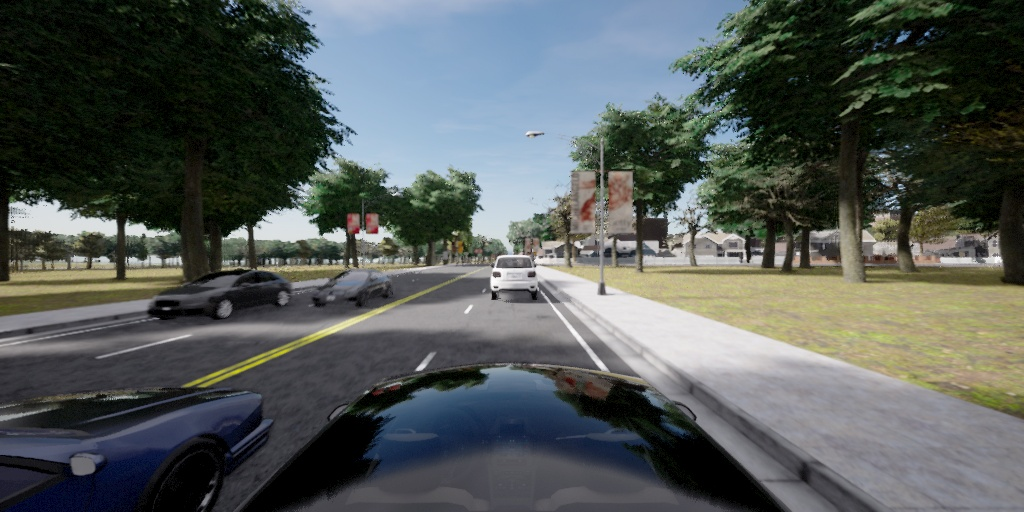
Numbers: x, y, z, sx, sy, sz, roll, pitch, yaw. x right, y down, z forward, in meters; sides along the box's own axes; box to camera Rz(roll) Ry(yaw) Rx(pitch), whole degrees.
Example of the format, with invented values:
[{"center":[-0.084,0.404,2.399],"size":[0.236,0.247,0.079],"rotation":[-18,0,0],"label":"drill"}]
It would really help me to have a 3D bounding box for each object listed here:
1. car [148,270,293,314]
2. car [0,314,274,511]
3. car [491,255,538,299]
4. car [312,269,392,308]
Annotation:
[{"center":[-9.837,1.257,12.638],"size":[1.837,1.490,4.892],"rotation":[0,0,0],"label":"car"},{"center":[-3.150,1.298,0.851],"size":[2.033,1.411,5.357],"rotation":[0,0,0],"label":"car"},{"center":[0.104,0.979,18.244],"size":[2.150,2.045,5.566],"rotation":[0,0,0],"label":"car"},{"center":[-6.581,1.280,15.368],"size":[1.812,1.442,4.674],"rotation":[0,0,0],"label":"car"}]
